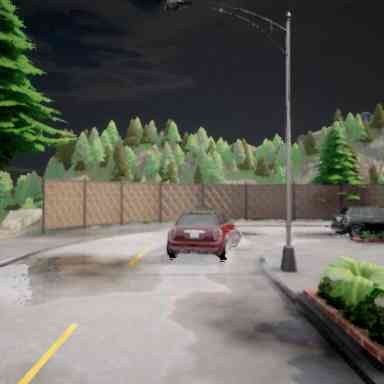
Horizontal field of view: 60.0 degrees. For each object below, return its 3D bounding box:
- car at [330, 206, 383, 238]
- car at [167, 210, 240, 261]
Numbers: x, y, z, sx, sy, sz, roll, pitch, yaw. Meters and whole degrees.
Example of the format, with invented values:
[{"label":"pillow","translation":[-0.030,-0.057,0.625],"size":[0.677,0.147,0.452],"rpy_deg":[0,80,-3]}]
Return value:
[{"label":"car","translation":[10.096,1.548,18.117],"size":[4.553,1.767,2.097],"rpy_deg":[0,-1,0]},{"label":"car","translation":[0.586,1.498,13.228],"size":[2.097,1.767,4.553],"rpy_deg":[0,-1,14]}]
